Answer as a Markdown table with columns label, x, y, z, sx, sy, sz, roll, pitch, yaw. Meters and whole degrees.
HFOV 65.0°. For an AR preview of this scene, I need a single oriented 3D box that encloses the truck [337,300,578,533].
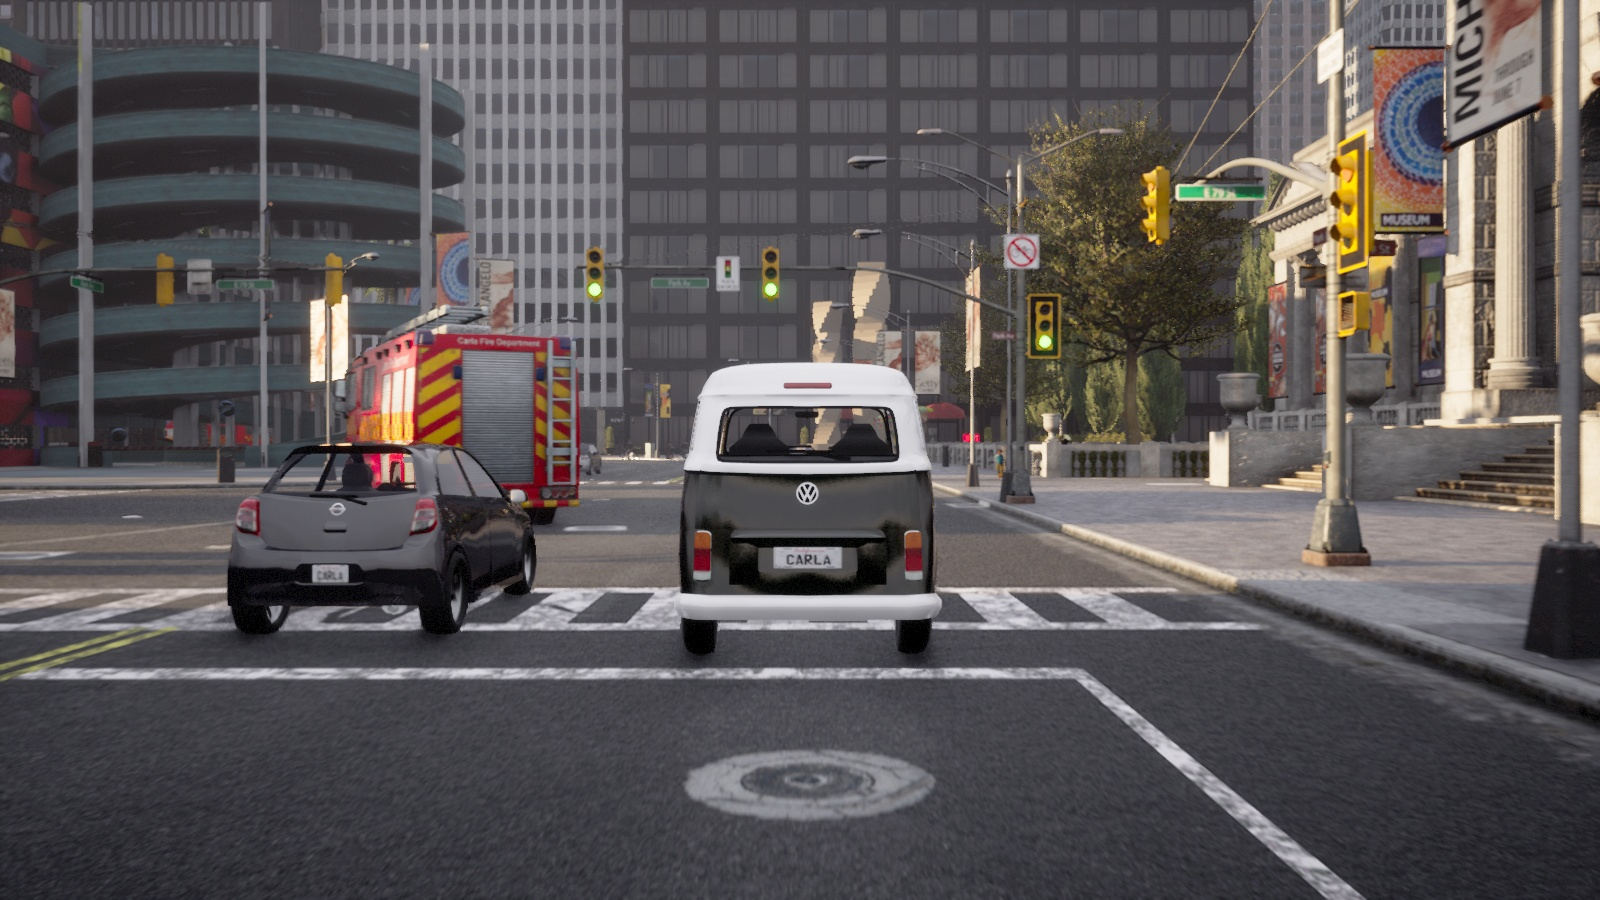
| label | x | y | z | sx | sy | sz | roll | pitch | yaw |
| --- | --- | --- | --- | --- | --- | --- | --- | --- | --- |
| truck | -7.116 | -0.569 | 24.982 | 2.891 | 3.827 | 8.468 | 0 | 0 | -28 |

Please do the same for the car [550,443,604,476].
| label | x | y | z | sx | sy | sz | roll | pitch | yaw |
| --- | --- | --- | --- | --- | --- | --- | --- | --- | --- |
| car | -10.239 | 0.414 | 57.993 | 1.845 | 1.501 | 3.633 | 0 | 0 | 0 |

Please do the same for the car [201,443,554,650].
| label | x | y | z | sx | sy | sz | roll | pitch | yaw |
| --- | --- | --- | --- | --- | --- | --- | --- | --- | --- |
| car | -3.437 | 0.693 | 10.968 | 1.845 | 1.501 | 3.633 | 0 | 0 | 0 |

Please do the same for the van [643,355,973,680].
| label | x | y | z | sx | sy | sz | roll | pitch | yaw |
| --- | --- | --- | --- | --- | --- | --- | --- | --- | --- |
| van | 0.060 | 0.411 | 10.125 | 2.069 | 2.038 | 4.480 | 0 | 0 | 0 |

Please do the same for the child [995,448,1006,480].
| label | x | y | z | sx | sy | sz | roll | pitch | yaw |
| --- | --- | --- | --- | --- | --- | --- | --- | --- | --- |
| child | 7.424 | 0.518 | 46.504 | 0.343 | 1.192 | 0.448 | 0 | 0 | 1 |
